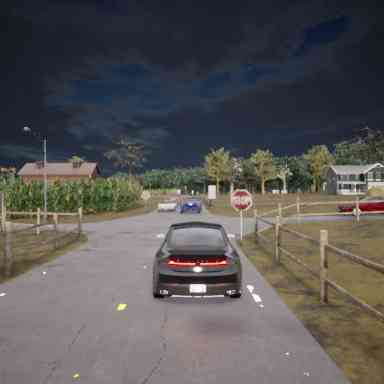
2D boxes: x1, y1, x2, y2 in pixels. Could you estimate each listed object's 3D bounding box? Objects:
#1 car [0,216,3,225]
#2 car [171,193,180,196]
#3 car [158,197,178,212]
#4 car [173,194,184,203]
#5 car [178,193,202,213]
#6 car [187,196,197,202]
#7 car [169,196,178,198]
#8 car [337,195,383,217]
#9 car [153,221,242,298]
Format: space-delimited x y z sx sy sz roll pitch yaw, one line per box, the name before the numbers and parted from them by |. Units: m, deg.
car | -15.518 1.918 22.591 4.718 1.301 1.895 -1 -2 -1
car | -2.792 1.178 58.067 2.150 2.045 5.566 0 0 0
car | -2.830 1.580 37.992 1.895 1.301 4.718 0 0 0
car | -2.713 1.300 68.409 2.097 1.767 4.553 0 0 0
car | -0.031 1.332 36.591 2.097 1.767 4.553 0 0 3
car | 0.049 1.491 71.986 1.994 1.385 4.181 0 0 0
car | -2.814 1.568 47.582 1.895 1.301 4.718 0 0 0
car | 13.774 1.026 25.509 5.008 1.535 1.882 -2 -2 0
car | 0.104 1.508 8.491 1.837 1.490 4.892 0 0 0
